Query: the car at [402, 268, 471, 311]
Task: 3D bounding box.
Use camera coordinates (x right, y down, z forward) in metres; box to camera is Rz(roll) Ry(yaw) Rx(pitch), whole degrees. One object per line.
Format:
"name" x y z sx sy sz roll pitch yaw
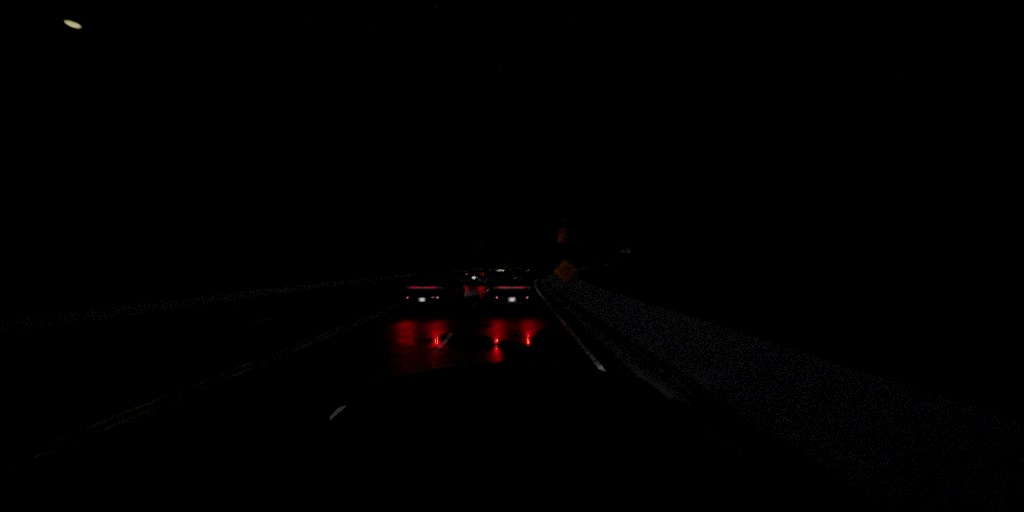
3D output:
"car" -3.229 1.385 15.377 2.128 1.511 4.902 0 0 1

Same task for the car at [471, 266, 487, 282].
"car" -2.807 1.567 30.657 1.812 1.442 4.674 0 0 5

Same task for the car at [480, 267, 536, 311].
"car" 0.021 1.385 15.374 2.128 1.511 4.902 0 0 0

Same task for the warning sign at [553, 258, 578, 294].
"warning sign" 2.850 1.044 18.836 1.300 1.860 1.060 0 0 0

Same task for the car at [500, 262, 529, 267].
"car" 0.400 1.538 30.079 1.837 1.490 4.892 0 0 5
